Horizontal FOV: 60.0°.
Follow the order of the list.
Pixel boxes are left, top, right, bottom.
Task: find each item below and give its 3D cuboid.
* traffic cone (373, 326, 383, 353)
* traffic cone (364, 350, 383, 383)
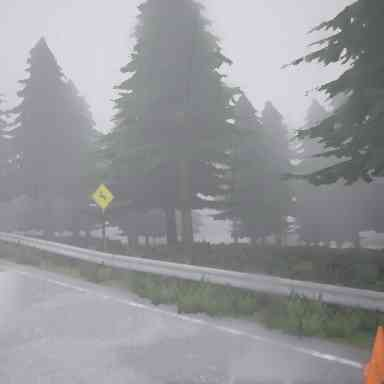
[{"bbox_3d":[2.330,1.956,4.106,0.340,0.580,0.340,0,0,34],"label":"traffic cone"},{"bbox_3d":[1.787,1.956,3.270,0.340,0.580,0.340,0,0,33],"label":"traffic cone"}]
